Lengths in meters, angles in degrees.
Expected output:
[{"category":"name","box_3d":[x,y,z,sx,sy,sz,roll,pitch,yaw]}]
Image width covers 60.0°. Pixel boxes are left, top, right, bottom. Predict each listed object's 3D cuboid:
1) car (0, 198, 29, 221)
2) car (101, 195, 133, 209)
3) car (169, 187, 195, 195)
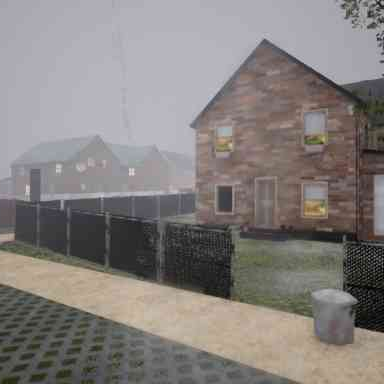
[{"category":"car","box_3d":[-12.143,1.181,21.271,1.882,1.535,5.008,0,1,32]},{"category":"car","box_3d":[-6.529,0.985,29.784,1.812,1.442,4.674,0,1,34]},{"category":"car","box_3d":[-0.500,0.427,38.837,2.150,2.045,5.566,0,1,34]}]
